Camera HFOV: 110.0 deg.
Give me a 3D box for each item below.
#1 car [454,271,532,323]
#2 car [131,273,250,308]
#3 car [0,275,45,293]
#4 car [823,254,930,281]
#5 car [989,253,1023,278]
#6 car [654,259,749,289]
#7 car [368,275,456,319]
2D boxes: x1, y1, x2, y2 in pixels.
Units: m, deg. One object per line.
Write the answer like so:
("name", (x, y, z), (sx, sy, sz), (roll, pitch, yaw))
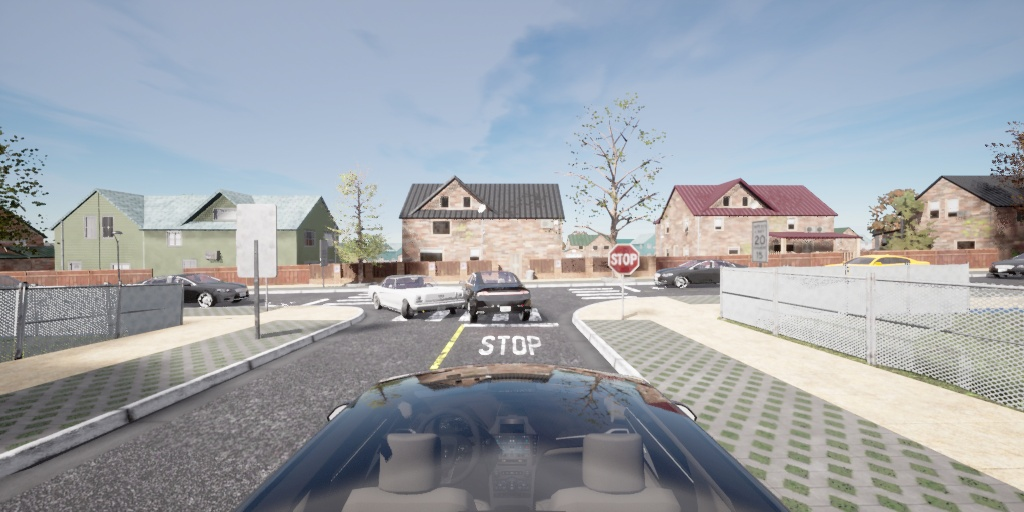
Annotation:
("car", (-0.686, 1.243, 12.204), (2.128, 1.511, 4.902), (0, 0, -12))
("car", (-14.902, 1.567, 16.559), (4.902, 1.511, 2.128), (-1, 1, 0))
("car", (-24.239, 1.648, 16.519), (4.553, 1.767, 2.097), (-1, 1, 0))
("car", (19.761, 0.691, 19.648), (5.008, 1.535, 1.882), (-1, 1, -1))
("car", (29.386, 0.479, 19.684), (4.902, 1.511, 2.128), (-1, 1, 0))
("car", (10.331, 0.926, 19.612), (4.902, 1.511, 2.128), (-1, 1, 0))
("car", (-3.602, 1.368, 13.064), (1.895, 1.301, 4.718), (0, 0, -38))
